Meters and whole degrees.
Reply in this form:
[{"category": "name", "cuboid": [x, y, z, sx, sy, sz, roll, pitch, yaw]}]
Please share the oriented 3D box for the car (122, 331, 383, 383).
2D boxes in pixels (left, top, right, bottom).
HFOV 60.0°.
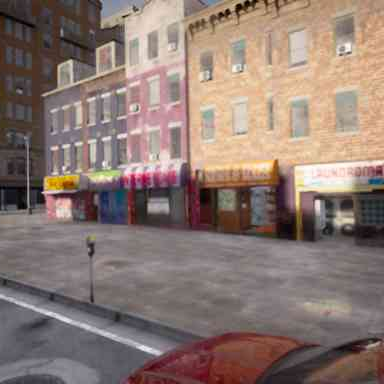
[{"category": "car", "cuboid": [1.464, 1.543, 1.782, 4.507, 1.381, 1.887, 0, -1, 36]}]
